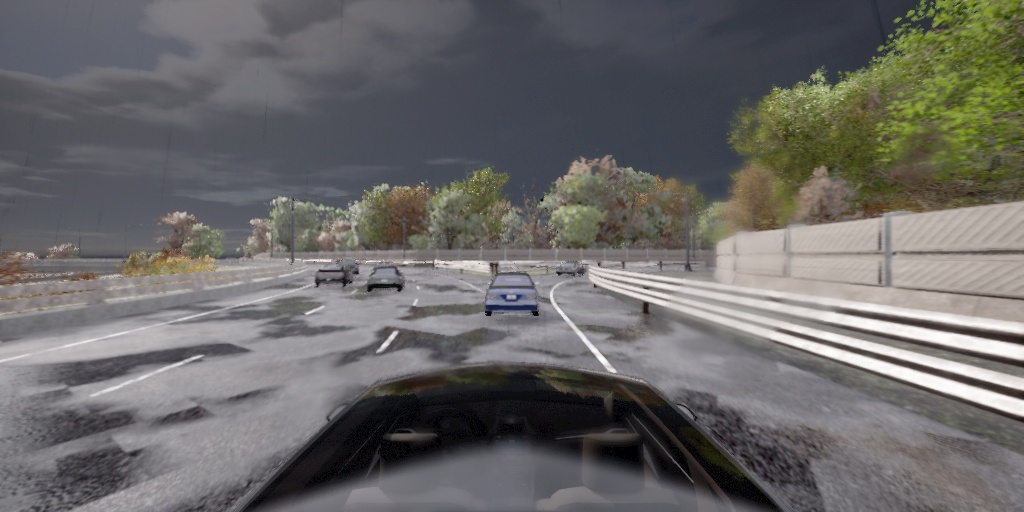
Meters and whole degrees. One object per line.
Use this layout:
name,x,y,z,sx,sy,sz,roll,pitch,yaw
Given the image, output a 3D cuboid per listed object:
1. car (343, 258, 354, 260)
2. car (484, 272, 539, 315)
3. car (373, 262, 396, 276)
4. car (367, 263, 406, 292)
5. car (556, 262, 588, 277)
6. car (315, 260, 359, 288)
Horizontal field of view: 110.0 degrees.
car,-18.379,1.133,40.159,2.097,1.767,4.553,0,0,-27
car,0.054,1.305,13.509,2.033,1.411,5.357,0,0,2
car,-14.091,1.379,39.511,1.895,1.301,4.718,0,0,-26
car,-7.594,1.329,21.878,1.994,1.385,4.181,0,0,-15
car,6.165,1.318,36.669,2.033,1.411,5.357,0,0,28
car,-11.957,1.258,24.386,2.128,1.511,4.902,0,0,-17
